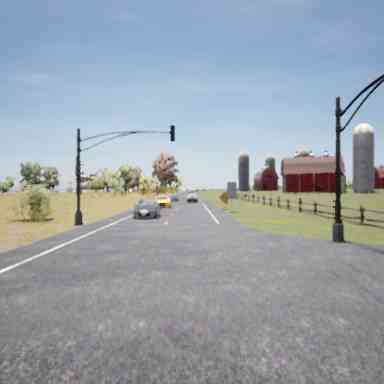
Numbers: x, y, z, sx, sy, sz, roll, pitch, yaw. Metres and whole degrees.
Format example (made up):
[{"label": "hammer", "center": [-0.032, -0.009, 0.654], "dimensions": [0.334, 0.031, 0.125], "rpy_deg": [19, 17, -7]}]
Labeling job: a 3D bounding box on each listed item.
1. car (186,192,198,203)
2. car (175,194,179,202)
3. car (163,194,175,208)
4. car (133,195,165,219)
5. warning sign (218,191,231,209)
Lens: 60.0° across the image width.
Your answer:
[{"label": "car", "center": [0.039, 1.184, 57.528], "dimensions": [1.895, 1.301, 4.718], "rpy_deg": [0, 0, 0]}, {"label": "car", "center": [-3.462, 1.121, 61.518], "dimensions": [1.994, 1.385, 4.181], "rpy_deg": [0, 0, 0]}, {"label": "car", "center": [-3.560, 1.185, 41.413], "dimensions": [1.882, 1.535, 5.008], "rpy_deg": [0, 1, 0]}, {"label": "car", "center": [-3.590, 1.305, 26.816], "dimensions": [2.128, 1.511, 4.902], "rpy_deg": [0, 1, -2]}, {"label": "warning sign", "center": [3.567, 0.862, 36.128], "dimensions": [1.300, 1.860, 1.060], "rpy_deg": [0, 0, 0]}]
